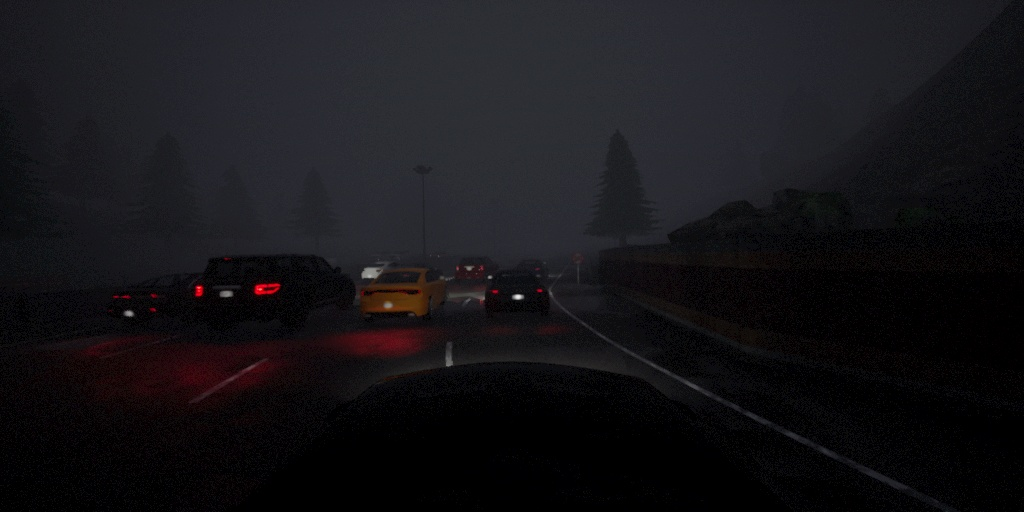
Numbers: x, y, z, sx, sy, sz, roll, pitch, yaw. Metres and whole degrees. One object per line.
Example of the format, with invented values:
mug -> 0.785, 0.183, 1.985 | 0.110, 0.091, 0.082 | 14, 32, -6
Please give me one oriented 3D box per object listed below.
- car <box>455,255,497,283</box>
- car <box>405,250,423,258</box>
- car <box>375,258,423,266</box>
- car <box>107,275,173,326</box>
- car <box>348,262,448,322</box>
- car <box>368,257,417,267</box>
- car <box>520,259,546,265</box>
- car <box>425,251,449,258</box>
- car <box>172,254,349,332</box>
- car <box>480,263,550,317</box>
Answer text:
car -> -2.227, 0.775, 24.328 | 2.097, 1.767, 4.553 | -1, 1, 11
car -> -16.113, 0.174, 62.523 | 1.882, 1.535, 5.008 | -1, 2, 12
car -> -6.111, 1.099, 22.813 | 2.033, 1.411, 5.357 | -1, 1, 11
car -> -10.360, 1.295, 12.052 | 2.128, 1.511, 4.902 | -1, 1, -2
car -> -3.384, 1.125, 12.010 | 1.882, 1.535, 5.008 | -1, 1, -2
car -> -9.005, 1.079, 26.105 | 1.812, 1.442, 4.674 | -1, 1, 12
car -> 1.303, 0.906, 24.117 | 1.994, 1.385, 4.181 | -1, 1, 12
car -> -12.637, -0.032, 62.102 | 2.097, 1.767, 4.553 | -1, 2, 12
car -> -6.876, 0.959, 11.147 | 2.150, 2.045, 5.566 | -1, 1, -3
car -> 0.106, 1.128, 12.366 | 1.994, 1.385, 4.181 | -1, 1, -2
